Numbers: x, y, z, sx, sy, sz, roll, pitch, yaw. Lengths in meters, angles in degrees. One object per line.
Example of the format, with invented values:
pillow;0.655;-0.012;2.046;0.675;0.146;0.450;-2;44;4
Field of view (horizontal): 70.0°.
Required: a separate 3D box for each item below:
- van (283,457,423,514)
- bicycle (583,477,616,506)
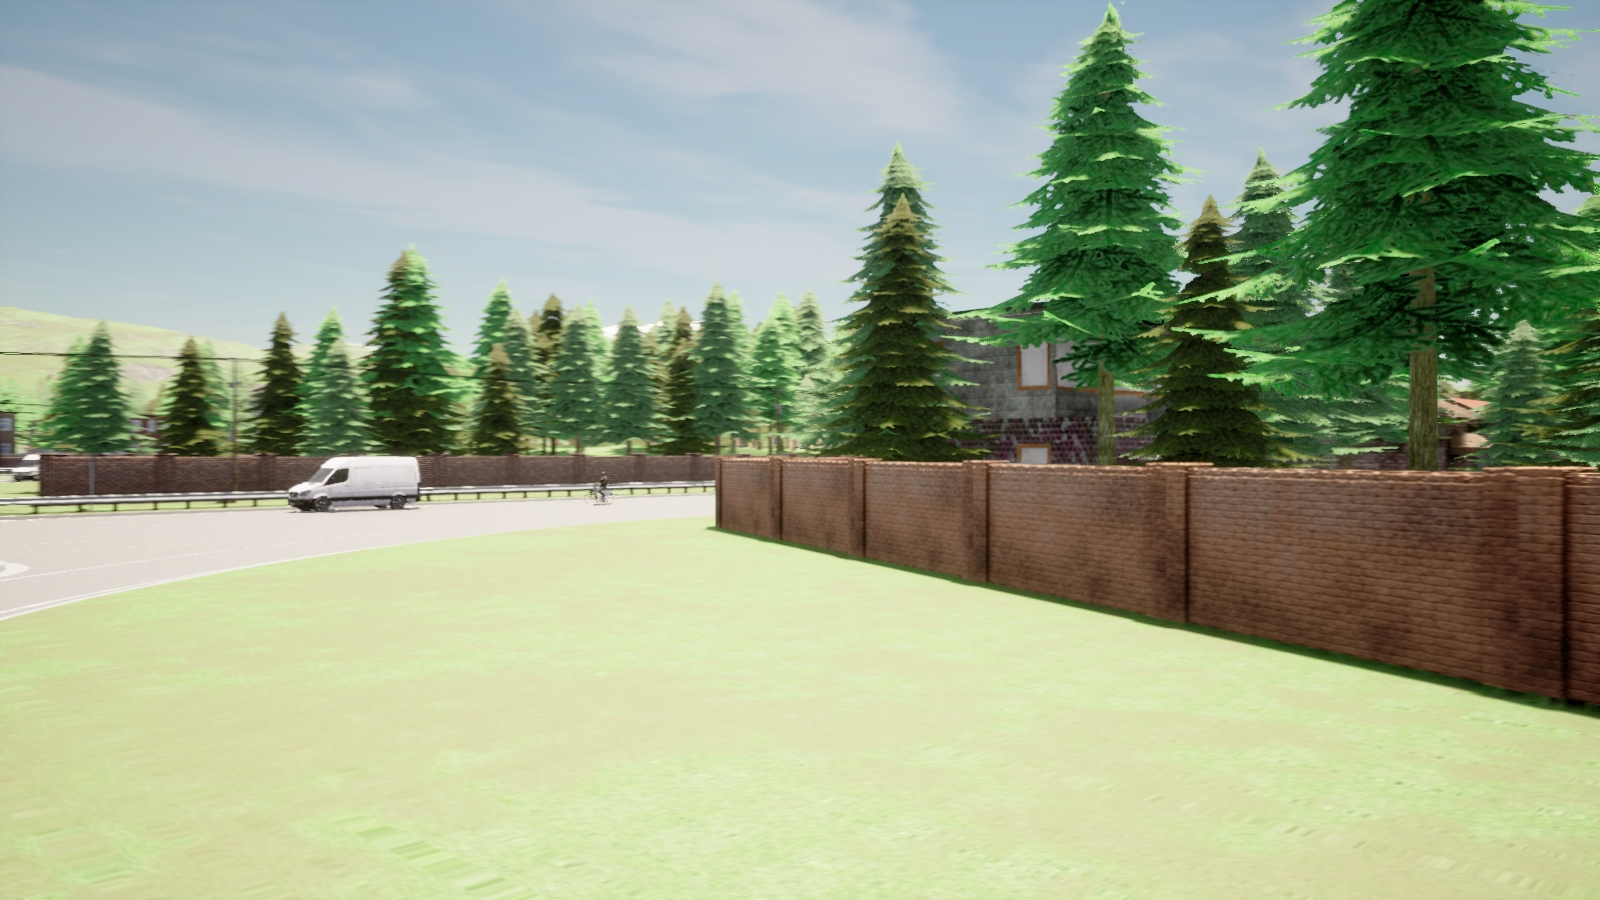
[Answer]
van;-21.160;1.621;54.304;1.988;2.561;5.915;0;0;45
bicycle;-10.546;2.164;60.077;0.329;1.471;1.835;0;0;45
